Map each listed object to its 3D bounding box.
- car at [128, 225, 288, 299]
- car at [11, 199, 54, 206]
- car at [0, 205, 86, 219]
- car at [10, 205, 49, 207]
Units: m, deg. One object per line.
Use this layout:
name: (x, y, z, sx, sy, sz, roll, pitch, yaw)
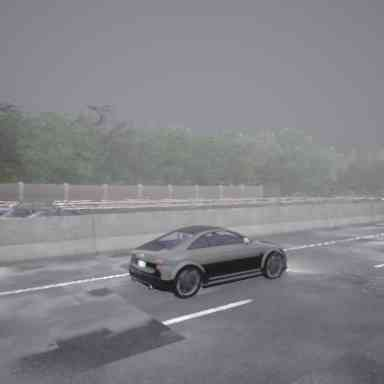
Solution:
car: (0.519, 1.562, 8.540, 4.181, 1.385, 1.994, 0, 0, -36)
car: (-11.086, 1.350, 21.876, 4.553, 1.767, 2.097, 0, 0, -35)
car: (-6.848, 1.545, 16.304, 5.357, 1.411, 2.033, 0, 0, -35)
car: (-9.885, 1.599, 18.436, 4.718, 1.301, 1.895, 0, 0, -35)
